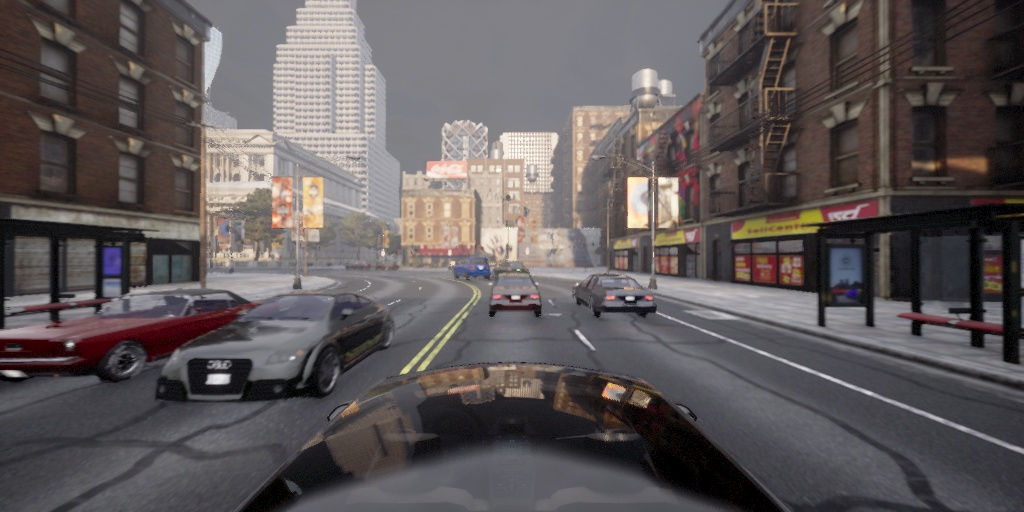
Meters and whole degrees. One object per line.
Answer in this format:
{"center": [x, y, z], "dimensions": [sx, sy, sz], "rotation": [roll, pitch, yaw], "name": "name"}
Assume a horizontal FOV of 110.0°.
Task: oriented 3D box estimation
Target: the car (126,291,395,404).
{"center": [-3.617, 1.339, 6.406], "dimensions": [1.994, 1.385, 4.181], "rotation": [0, 0, 0], "name": "car"}

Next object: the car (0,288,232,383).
{"center": [-7.108, 1.381, 7.318], "dimensions": [1.895, 1.301, 4.718], "rotation": [0, 0, 0], "name": "car"}

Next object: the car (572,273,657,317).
{"center": [3.578, 1.360, 13.479], "dimensions": [2.033, 1.411, 5.357], "rotation": [0, 0, -1], "name": "car"}

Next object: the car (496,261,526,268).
{"center": [-0.262, 1.270, 33.138], "dimensions": [2.097, 1.767, 4.553], "rotation": [0, 0, -22], "name": "car"}

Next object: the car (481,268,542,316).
{"center": [0.071, 1.362, 13.773], "dimensions": [2.033, 1.411, 5.357], "rotation": [0, 0, -1], "name": "car"}

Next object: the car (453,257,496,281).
{"center": [-3.764, 1.138, 32.833], "dimensions": [2.150, 2.045, 5.566], "rotation": [0, 0, -25], "name": "car"}
